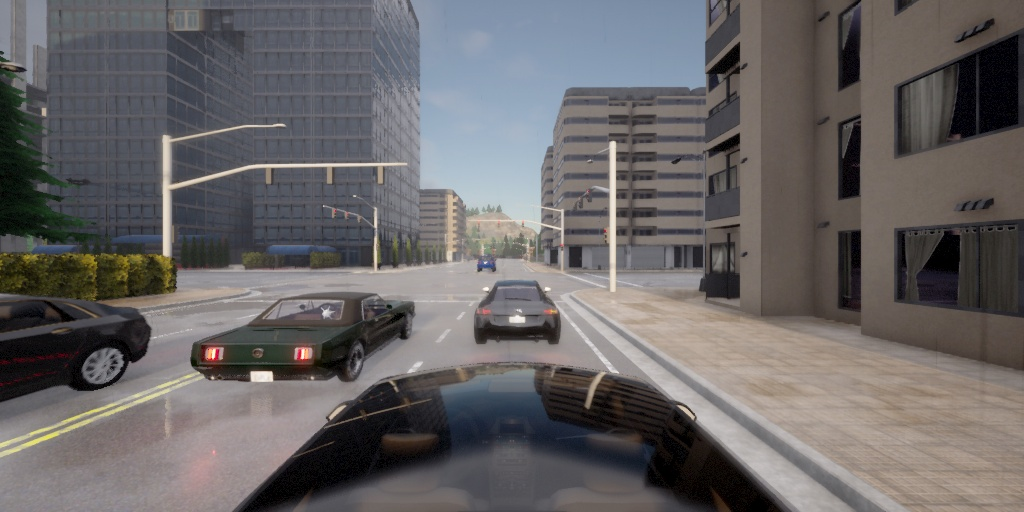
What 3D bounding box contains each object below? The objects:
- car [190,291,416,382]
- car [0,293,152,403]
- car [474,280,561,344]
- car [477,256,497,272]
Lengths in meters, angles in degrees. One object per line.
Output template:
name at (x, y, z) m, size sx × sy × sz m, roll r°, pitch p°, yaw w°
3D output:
car at (-3.380, 1.351, 7.094) m, size 1.895 × 1.301 × 4.718 m, roll 0°, pitch 0°, yaw 0°
car at (-7.062, 1.255, 4.023) m, size 1.837 × 1.490 × 4.892 m, roll 0°, pitch 0°, yaw 1°
car at (0.132, 1.314, 9.571) m, size 1.994 × 1.385 × 4.181 m, roll 0°, pitch 0°, yaw 1°
car at (-3.199, 0.971, 46.084) m, size 2.150 × 2.045 × 5.566 m, roll 0°, pitch 0°, yaw 0°
